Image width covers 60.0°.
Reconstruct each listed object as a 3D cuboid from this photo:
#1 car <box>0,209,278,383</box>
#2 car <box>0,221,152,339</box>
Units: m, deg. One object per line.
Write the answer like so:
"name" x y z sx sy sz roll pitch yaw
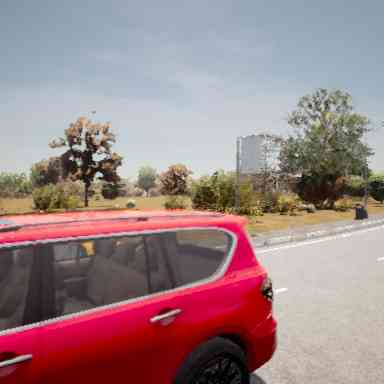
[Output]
"car" -1.640 1.230 2.892 5.566 2.045 2.150 0 0 -36
"car" -3.376 1.495 5.986 5.008 1.535 1.882 0 0 -37
